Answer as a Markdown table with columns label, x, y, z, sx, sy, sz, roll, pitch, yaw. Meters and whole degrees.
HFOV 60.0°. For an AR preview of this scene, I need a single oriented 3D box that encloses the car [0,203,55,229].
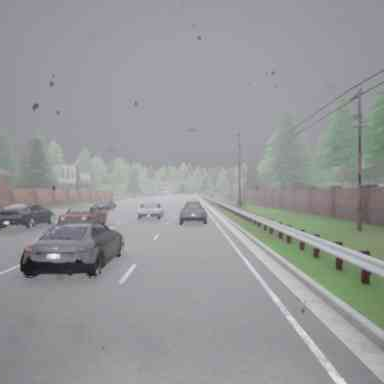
| label | x | y | z | sx | sy | sz | roll | pitch | yaw |
| --- | --- | --- | --- | --- | --- | --- | --- | --- | --- |
| car | -10.406 | 1.476 | 21.134 | 1.837 | 1.490 | 4.892 | 0 | 0 | 0 |

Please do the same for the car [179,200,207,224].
| label | x | y | z | sx | sy | sz | roll | pitch | yaw |
| --- | --- | --- | --- | --- | --- | --- | --- | --- | --- |
| car | 0.092 | 1.530 | 24.739 | 1.994 | 1.385 | 4.181 | 0 | 0 | 0 |

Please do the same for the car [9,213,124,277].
| label | x | y | z | sx | sy | sz | roll | pitch | yaw |
| --- | --- | --- | --- | --- | --- | --- | --- | --- | --- |
| car | -3.403 | 1.550 | 10.188 | 1.994 | 1.385 | 4.181 | 0 | 0 | 0 |

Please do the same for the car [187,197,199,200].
| label | x | y | z | sx | sy | sz | roll | pitch | yaw |
| --- | --- | --- | --- | --- | --- | --- | --- | --- | --- |
| car | 0.086 | 1.420 | 42.041 | 1.882 | 1.535 | 5.008 | 0 | 0 | 0 |

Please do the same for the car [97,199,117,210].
| label | x | y | z | sx | sy | sz | roll | pitch | yaw |
| --- | --- | --- | --- | --- | --- | --- | --- | --- | --- |
| car | -10.412 | 1.509 | 39.980 | 1.994 | 1.385 | 4.181 | 0 | 0 | 0 |

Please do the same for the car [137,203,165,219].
| label | x | y | z | sx | sy | sz | roll | pitch | yaw |
| --- | --- | --- | --- | --- | --- | --- | --- | --- | --- |
| car | -3.409 | 1.562 | 28.354 | 1.895 | 1.301 | 4.718 | 0 | 0 | 0 |

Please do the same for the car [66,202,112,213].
| label | x | y | z | sx | sy | sz | roll | pitch | yaw |
| --- | --- | --- | --- | --- | --- | --- | --- | --- | --- |
| car | -6.907 | 1.571 | 21.708 | 1.895 | 1.301 | 4.718 | 0 | 0 | 0 |
